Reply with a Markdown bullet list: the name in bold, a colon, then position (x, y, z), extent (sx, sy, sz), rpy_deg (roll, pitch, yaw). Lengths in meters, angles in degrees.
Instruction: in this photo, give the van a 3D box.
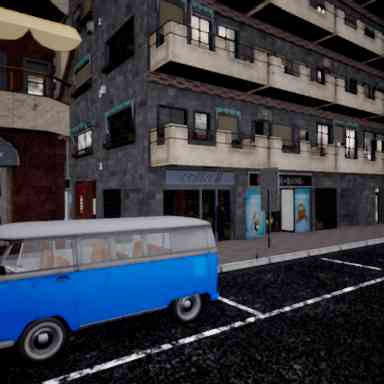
- **van**: position (-1.423, 1.340, 5.554), extent (3.998, 1.788, 1.690), rpy_deg (0, 0, -35)
